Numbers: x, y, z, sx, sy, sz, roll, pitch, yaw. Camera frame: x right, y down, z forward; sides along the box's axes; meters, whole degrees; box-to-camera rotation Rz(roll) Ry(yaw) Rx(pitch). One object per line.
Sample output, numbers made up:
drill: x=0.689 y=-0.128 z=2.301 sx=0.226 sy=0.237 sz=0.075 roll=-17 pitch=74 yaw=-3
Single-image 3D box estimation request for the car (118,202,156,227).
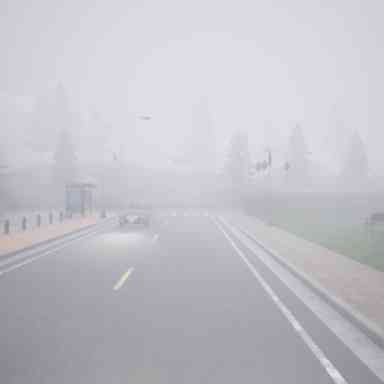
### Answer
car: x=-3.550 y=1.433 z=22.134 sx=2.128 sy=1.511 sz=4.902 roll=0 pitch=0 yaw=0
